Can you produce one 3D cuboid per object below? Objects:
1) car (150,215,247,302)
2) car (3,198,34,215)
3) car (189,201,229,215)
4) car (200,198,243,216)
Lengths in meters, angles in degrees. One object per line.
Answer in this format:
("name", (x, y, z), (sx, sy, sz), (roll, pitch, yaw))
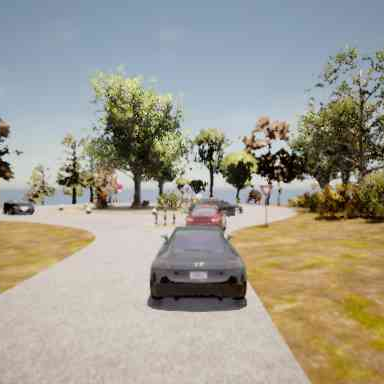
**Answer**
("car", (0.136, 1.511, 8.232), (1.994, 1.385, 4.181), (0, 0, 0))
("car", (-16.104, 1.296, 30.840), (2.128, 1.511, 4.902), (0, 0, -39))
("car", (0.792, 1.414, 17.470), (1.812, 1.442, 4.674), (0, 0, 9))
("car", (2.107, 1.326, 28.359), (4.892, 1.490, 1.837), (-1, 2, -29))
